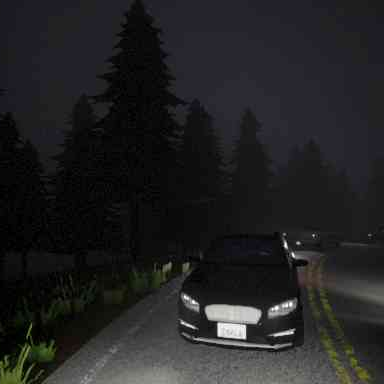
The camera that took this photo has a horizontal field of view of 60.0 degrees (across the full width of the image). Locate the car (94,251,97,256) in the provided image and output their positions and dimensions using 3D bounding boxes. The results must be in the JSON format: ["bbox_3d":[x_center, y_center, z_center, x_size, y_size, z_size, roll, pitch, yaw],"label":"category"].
[{"bbox_3d":[-20.261,13.648,72.972,4.181,1.381,1.994,-2,-5,31],"label":"car"}]

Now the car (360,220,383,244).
[{"bbox_3d":[15.851,3.225,26.459,5.566,2.045,2.150,8,-8,-28],"label":"car"}]

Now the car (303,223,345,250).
[{"bbox_3d":[6.503,2.308,17.698,1.895,1.301,4.718,-3,-6,39],"label":"car"}]

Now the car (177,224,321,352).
[{"bbox_3d":[1.133,1.561,6.602,2.128,1.511,4.902,-1,-2,15],"label":"car"}]
